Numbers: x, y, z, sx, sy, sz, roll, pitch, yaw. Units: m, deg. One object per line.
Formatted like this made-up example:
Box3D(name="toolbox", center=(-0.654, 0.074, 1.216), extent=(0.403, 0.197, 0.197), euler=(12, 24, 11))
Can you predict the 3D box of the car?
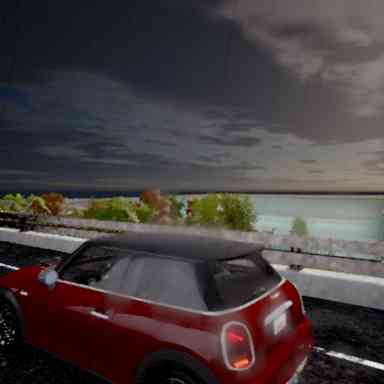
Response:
Box3D(name="car", center=(-0.842, 1.348, 4.605), extent=(4.553, 1.767, 2.097), euler=(0, 0, 35))
